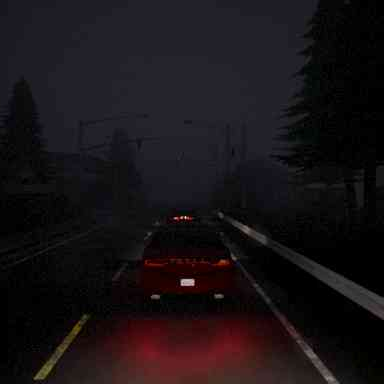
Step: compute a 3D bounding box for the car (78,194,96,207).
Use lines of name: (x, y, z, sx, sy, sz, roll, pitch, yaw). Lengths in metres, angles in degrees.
car: (-16.163, 1.281, 51.506, 1.905, 1.878, 3.866, 0, 0, -3)

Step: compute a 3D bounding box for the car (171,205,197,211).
car: (-0.477, 1.494, 18.860, 1.837, 1.490, 4.892, 0, 0, -2)

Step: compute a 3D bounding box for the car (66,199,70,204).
car: (-22.005, 1.446, 55.597, 2.242, 1.667, 4.611, 0, 0, -3)

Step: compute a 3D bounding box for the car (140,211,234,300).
car: (-0.152, 1.472, 8.453, 1.882, 1.535, 5.008, 0, 0, -2)
